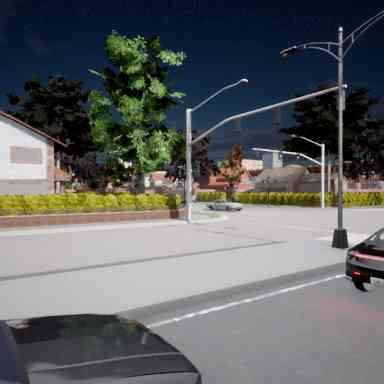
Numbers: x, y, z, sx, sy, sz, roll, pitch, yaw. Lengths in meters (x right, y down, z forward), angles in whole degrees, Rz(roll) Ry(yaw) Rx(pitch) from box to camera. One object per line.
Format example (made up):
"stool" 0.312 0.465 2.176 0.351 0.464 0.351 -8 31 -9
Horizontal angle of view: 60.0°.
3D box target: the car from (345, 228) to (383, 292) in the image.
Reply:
"car" 5.496 1.474 7.651 4.902 1.511 2.128 0 0 -35

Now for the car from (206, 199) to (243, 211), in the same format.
"car" 3.754 1.505 38.422 1.895 1.301 4.718 0 0 -36

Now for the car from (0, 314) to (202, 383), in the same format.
"car" -2.446 1.543 2.001 5.357 1.411 2.033 0 0 -36

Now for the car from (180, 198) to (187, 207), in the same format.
"car" -2.129 1.483 46.593 1.895 1.301 4.718 0 0 -36
